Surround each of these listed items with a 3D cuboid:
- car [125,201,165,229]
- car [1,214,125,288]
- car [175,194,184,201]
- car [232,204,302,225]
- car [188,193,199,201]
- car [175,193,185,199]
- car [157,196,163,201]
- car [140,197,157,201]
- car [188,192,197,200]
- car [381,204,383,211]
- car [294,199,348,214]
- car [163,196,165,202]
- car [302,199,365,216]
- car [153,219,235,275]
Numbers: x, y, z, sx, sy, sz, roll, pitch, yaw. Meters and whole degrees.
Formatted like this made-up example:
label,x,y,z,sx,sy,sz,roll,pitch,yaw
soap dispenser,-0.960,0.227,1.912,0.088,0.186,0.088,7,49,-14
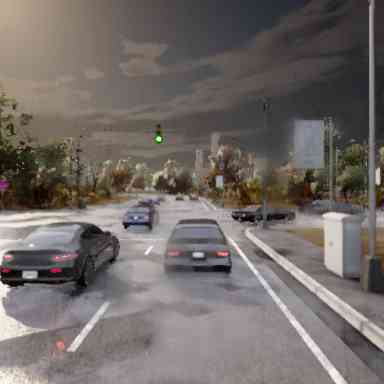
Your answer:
label,x,y,z,sx,sy,sz,roll,pitch,yaw
car,-3.268,1.575,22.036,2.033,1.411,5.357,0,0,1
car,-3.342,1.543,9.186,1.812,1.442,4.674,0,0,0
car,-2.982,1.452,78.481,1.895,1.301,4.718,0,1,0
car,5.324,1.631,24.162,4.718,1.301,1.895,0,0,-27
car,0.519,1.383,78.778,1.812,1.442,4.674,0,1,0
car,-3.294,1.123,88.566,2.033,1.411,5.357,0,1,-8
car,-6.646,1.573,58.226,1.812,1.442,4.674,0,0,1
car,-6.762,1.595,48.534,2.033,1.411,5.357,0,0,1
car,0.203,1.028,88.750,2.097,1.767,4.553,0,1,-4
car,23.136,1.519,35.975,5.008,1.535,1.882,0,0,-3
car,13.693,1.517,35.507,5.008,1.535,1.882,0,0,-3
car,-6.534,1.529,68.806,2.033,1.411,5.357,0,1,0
car,13.651,1.584,32.000,5.357,1.411,2.033,0,0,-3
car,0.164,1.566,10.537,2.033,1.411,5.357,0,0,0
